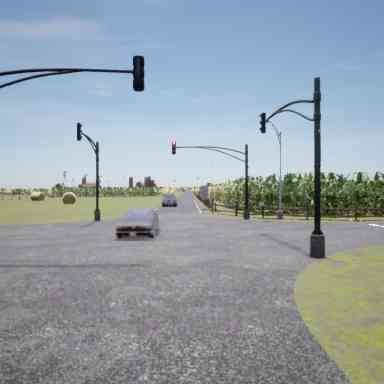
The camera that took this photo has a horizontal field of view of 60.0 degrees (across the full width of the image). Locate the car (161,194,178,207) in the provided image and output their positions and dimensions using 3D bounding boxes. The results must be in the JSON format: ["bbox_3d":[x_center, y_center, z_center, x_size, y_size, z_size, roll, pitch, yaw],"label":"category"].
[{"bbox_3d":[-3.265,1.290,49.178,2.150,2.045,5.566,0,2,0],"label":"car"}]

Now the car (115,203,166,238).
[{"bbox_3d":[-2.739,1.558,17.848,2.033,1.411,5.357,0,0,-1],"label":"car"}]
